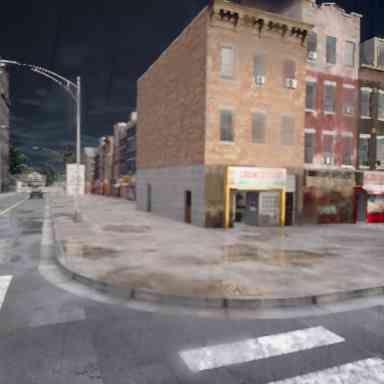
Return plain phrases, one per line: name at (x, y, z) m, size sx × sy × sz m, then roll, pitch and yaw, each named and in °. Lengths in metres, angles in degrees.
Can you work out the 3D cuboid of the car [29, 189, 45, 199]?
car at (-23.314, 0.278, 49.939) m, size 1.837 × 1.490 × 4.892 m, roll 0°, pitch 1°, yaw -23°
